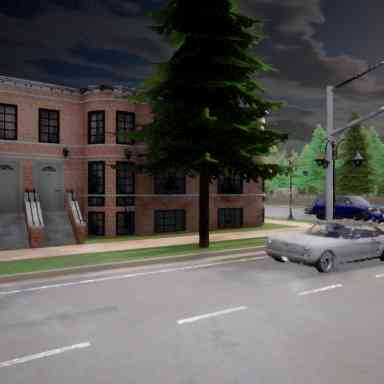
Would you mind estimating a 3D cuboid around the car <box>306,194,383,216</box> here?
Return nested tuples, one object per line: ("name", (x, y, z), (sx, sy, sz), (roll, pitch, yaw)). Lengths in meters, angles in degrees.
("car", (11.650, 1.219, 24.818), (2.150, 2.045, 5.566), (0, 0, -28))

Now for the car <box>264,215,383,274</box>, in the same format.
("car", (4.604, 1.601, 10.597), (4.718, 1.301, 1.895), (0, 0, -29))
